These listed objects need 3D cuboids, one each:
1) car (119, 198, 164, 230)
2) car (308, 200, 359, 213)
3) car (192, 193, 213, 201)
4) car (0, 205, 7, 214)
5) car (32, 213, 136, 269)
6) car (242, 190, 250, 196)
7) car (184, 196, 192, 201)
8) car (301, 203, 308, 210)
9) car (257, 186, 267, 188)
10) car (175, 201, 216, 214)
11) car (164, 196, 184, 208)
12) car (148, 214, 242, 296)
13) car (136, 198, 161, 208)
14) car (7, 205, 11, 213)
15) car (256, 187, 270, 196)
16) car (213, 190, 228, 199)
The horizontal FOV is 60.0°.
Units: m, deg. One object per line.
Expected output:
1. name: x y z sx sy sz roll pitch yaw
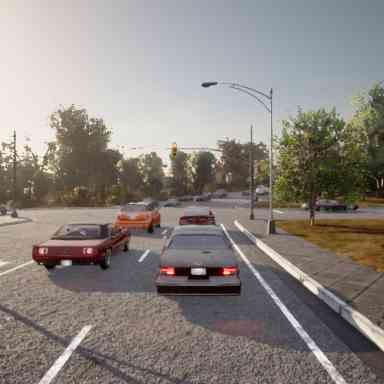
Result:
1. car: -3.139 1.397 20.119 2.097 1.767 4.553 0 0 2
2. car: 16.122 1.646 37.750 4.718 1.301 1.895 -1 0 4
3. car: 2.223 1.416 68.227 1.895 1.301 4.718 0 2 21
4. car: -21.556 1.708 32.850 4.902 1.511 2.128 -1 0 4
5. car: -3.336 1.618 11.141 1.895 1.301 4.718 0 0 1
6. car: 14.325 0.261 84.722 2.128 1.511 4.902 0 3 33
7. car: -1.075 1.423 69.462 1.895 1.301 4.718 0 2 21
8. car: 16.053 1.661 41.261 4.718 1.301 1.895 -1 0 4
9. car: 20.017 -0.763 93.200 2.150 2.045 5.566 0 3 38
10. car: 0.330 1.518 18.550 1.882 1.535 5.008 0 0 2
11. car: -2.978 1.705 50.537 1.994 1.385 4.181 0 0 9
12. car: 0.143 1.558 8.803 2.033 1.411 5.357 0 0 0
13. car: -6.654 1.691 51.185 2.033 1.411 5.357 0 0 13
14. car: -22.426 1.745 36.396 4.902 1.511 2.128 -1 0 2
15. car: 17.865 0.264 83.797 1.895 1.301 4.718 0 3 33
16. car: 6.617 0.533 78.045 2.150 2.045 5.566 0 3 26
